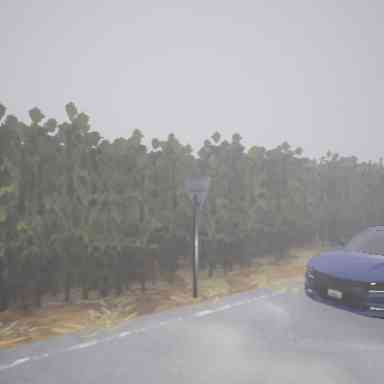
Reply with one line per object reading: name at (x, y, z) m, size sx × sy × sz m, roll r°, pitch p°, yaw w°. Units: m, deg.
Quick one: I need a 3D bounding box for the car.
car at (4.497, 1.476, 7.179) m, size 5.008 × 1.535 × 1.882 m, roll 0°, pitch 0°, yaw -35°
